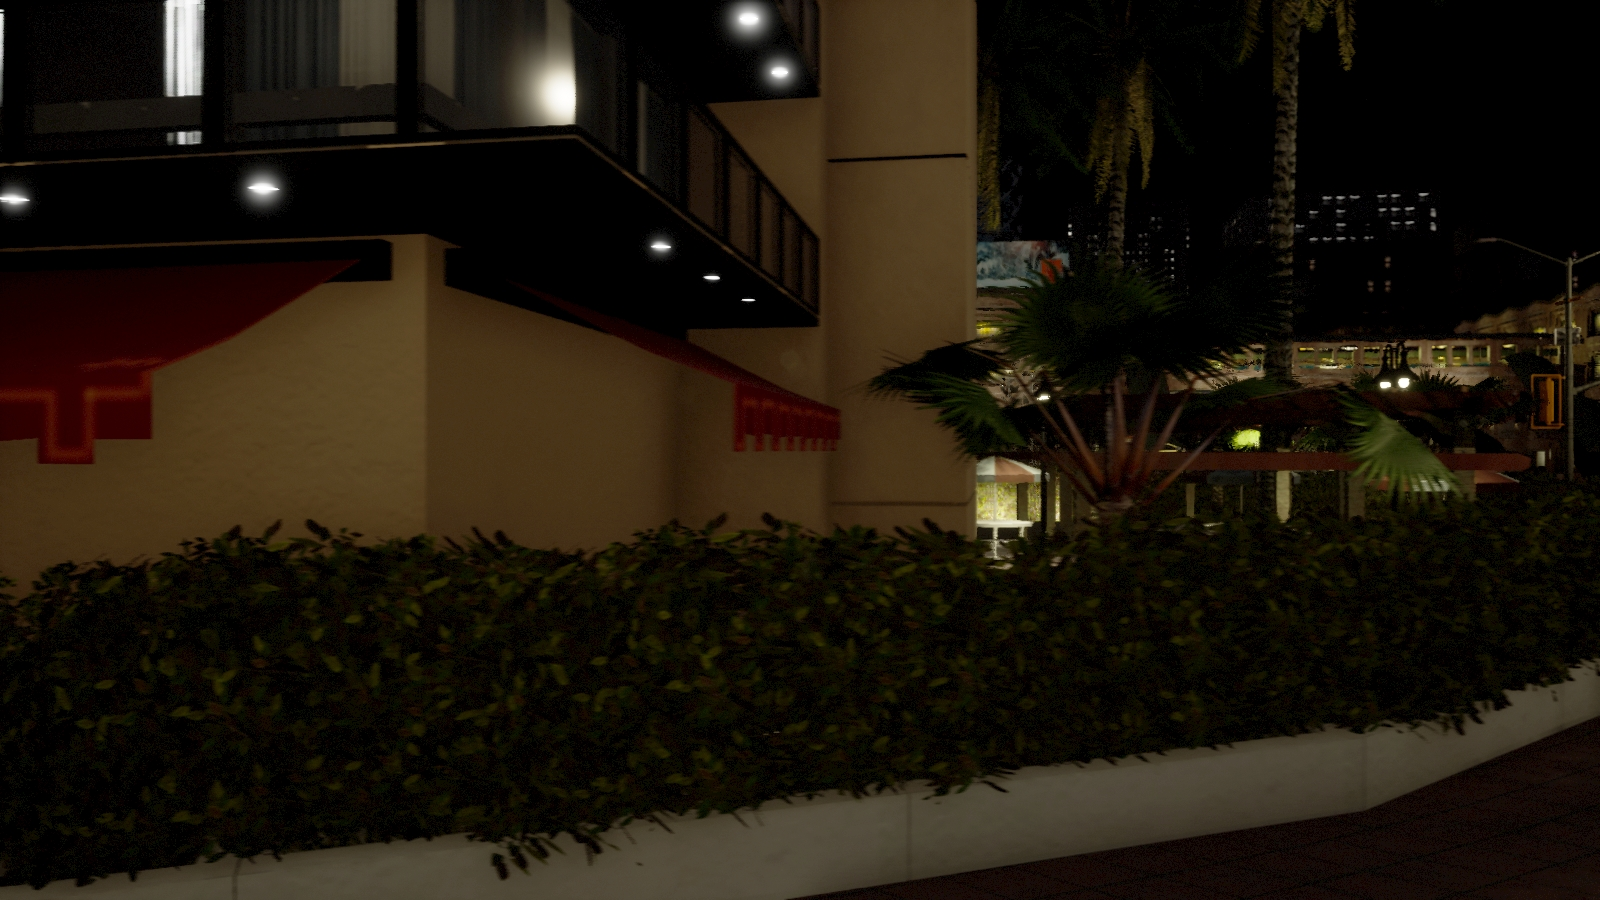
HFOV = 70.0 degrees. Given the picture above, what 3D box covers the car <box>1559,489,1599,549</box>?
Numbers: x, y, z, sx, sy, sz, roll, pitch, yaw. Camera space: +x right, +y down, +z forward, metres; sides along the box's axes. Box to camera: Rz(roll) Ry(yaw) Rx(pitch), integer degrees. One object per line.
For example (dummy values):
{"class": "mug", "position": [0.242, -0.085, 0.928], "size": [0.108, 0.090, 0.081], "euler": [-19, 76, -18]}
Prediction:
{"class": "car", "position": [24.297, 2.001, 31.807], "size": [2.152, 1.651, 5.027], "euler": [0, 0, -18]}
